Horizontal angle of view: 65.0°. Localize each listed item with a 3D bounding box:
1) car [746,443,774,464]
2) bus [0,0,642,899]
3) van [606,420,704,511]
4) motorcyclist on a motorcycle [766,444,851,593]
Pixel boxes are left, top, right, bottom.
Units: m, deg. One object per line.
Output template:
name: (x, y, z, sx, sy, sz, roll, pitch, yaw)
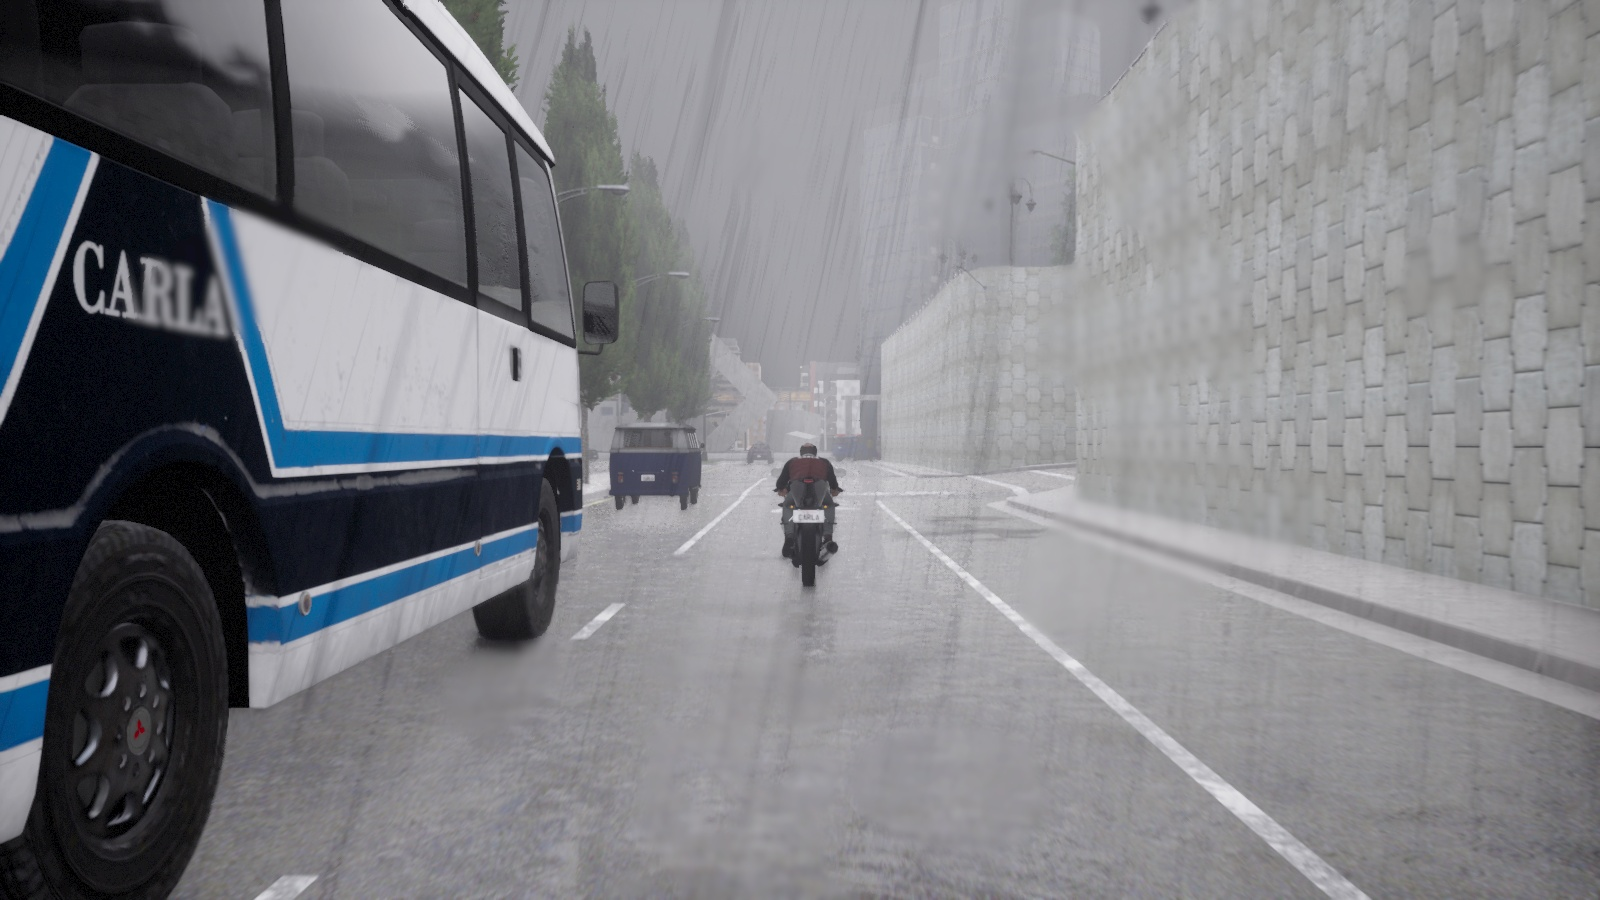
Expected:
car: (-2.869, 0.244, 91.218, 1.816, 1.474, 4.193, 0, 0, 2)
bus: (-3.447, -0.669, 6.391, 3.944, 4.253, 10.273, 0, 0, 0)
van: (-3.318, 0.330, 29.549, 1.775, 1.987, 4.442, 0, 0, 0)
motorcyclist on a motorcycle: (0.094, 0.703, 13.998, 0.866, 1.530, 2.191, 0, 0, 0)
